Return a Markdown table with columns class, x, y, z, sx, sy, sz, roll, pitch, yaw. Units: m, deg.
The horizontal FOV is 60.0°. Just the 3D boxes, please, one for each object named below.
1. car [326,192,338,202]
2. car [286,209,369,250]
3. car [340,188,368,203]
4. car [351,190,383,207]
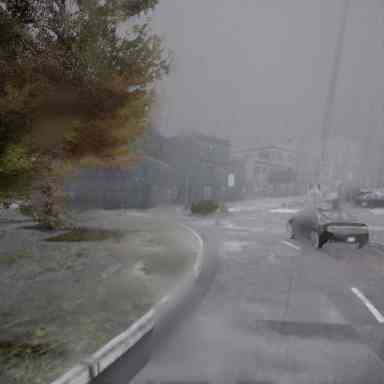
| class | x | y | z | sx | sy | sz | roll | pitch | yaw |
| --- | --- | --- | --- | --- | --- | --- | --- | --- | --- |
| car | 21.375 | 0.747 | 48.972 | 4.674 | 1.442 | 1.812 | -4 | 1 | -42 |
| car | 5.662 | 1.507 | 14.501 | 2.128 | 1.511 | 4.902 | 2 | 0 | -3 |
| car | 23.356 | 0.398 | 46.401 | 5.566 | 2.045 | 2.150 | -3 | 1 | -42 |
| car | 21.128 | 0.923 | 37.761 | 4.892 | 1.521 | 2.231 | -1 | 2 | 28 |
